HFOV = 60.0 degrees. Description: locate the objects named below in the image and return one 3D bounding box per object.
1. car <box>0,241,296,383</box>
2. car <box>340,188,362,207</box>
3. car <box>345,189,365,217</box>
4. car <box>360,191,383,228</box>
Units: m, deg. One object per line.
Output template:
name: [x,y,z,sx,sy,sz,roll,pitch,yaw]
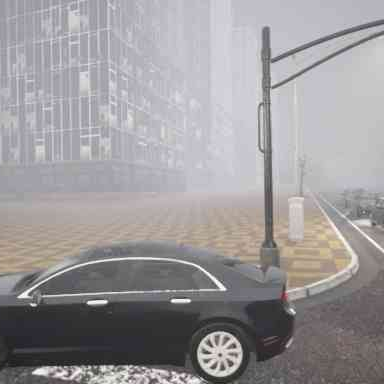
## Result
car: [-1.062,1.505,4.767,4.892,1.490,1.837,0,0,0]
car: [13.077,0.454,26.757,2.128,1.511,4.902,-1,2,18]
car: [11.081,0.759,20.694,1.994,1.385,4.181,-1,2,17]
car: [9.030,0.928,14.400,2.128,1.511,4.902,-1,2,18]
